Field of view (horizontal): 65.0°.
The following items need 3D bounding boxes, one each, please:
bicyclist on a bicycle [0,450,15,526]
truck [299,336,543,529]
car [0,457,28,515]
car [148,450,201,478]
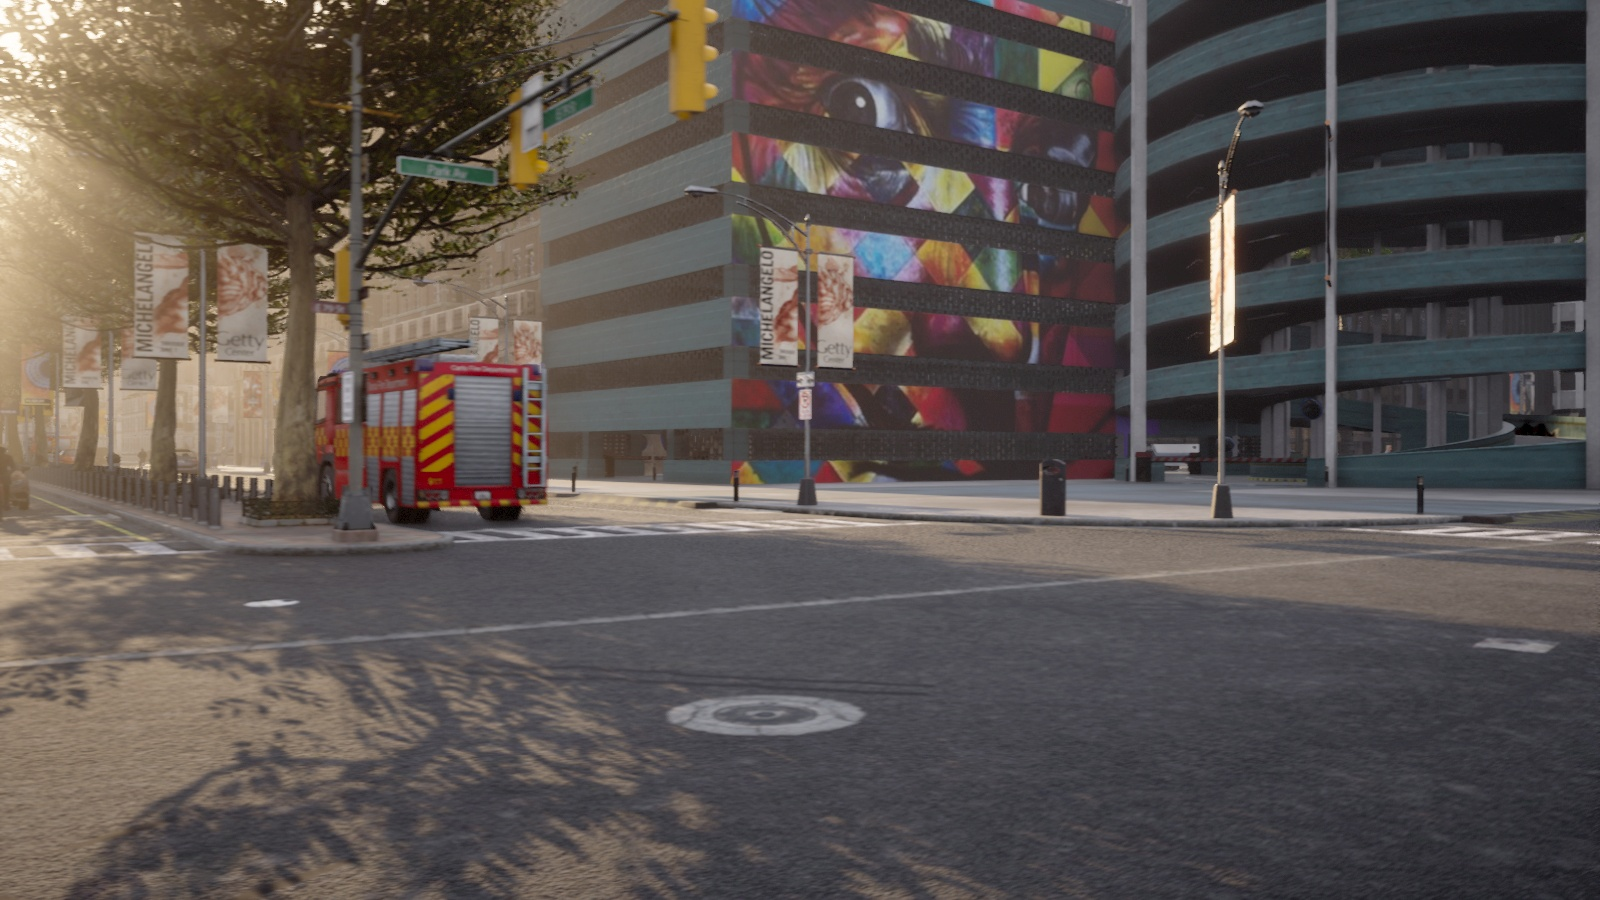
[{"bbox_3d":[-17.366,0.801,27.135,0.582,1.620,1.656,0,0,-35],"label":"bicyclist on a bicycle"},{"bbox_3d":[-9.070,-0.329,29.195,2.891,3.827,8.468,0,0,-35],"label":"truck"},{"bbox_3d":[-21.325,0.896,32.689,1.812,1.442,4.674,0,0,-35],"label":"car"},{"bbox_3d":[-38.367,0.859,76.973,2.242,1.667,4.611,0,0,-35],"label":"car"}]
